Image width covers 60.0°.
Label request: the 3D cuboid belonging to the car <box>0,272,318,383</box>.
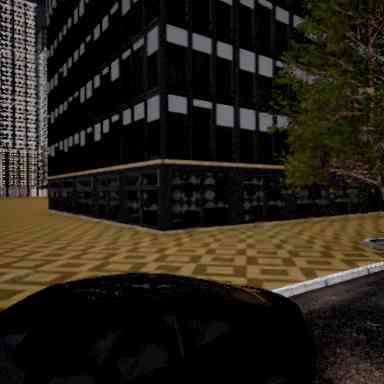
[{"bbox_3d":[-0.845,1.525,2.768,4.674,1.442,1.812,0,0,-36],"label":"car"}]
